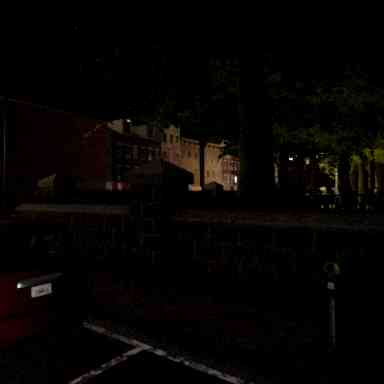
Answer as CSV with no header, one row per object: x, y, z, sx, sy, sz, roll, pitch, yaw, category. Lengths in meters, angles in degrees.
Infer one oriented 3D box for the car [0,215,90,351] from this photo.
-3.830,1.317,5.564,5.009,1.841,2.192,0,-1,36,car

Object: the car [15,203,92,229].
-9.369,1.579,22.910,1.812,1.442,4.674,-1,-1,35,car
